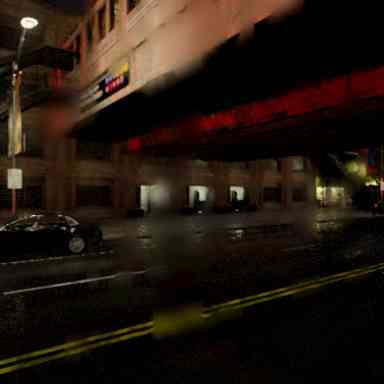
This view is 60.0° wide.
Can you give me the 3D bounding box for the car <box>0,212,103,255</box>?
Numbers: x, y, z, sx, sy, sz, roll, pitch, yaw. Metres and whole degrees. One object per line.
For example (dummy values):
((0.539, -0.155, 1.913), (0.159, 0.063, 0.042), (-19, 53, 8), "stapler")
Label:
((-5.741, 1.481, 12.063), (4.892, 1.521, 2.231), (0, 0, -26), "car")
